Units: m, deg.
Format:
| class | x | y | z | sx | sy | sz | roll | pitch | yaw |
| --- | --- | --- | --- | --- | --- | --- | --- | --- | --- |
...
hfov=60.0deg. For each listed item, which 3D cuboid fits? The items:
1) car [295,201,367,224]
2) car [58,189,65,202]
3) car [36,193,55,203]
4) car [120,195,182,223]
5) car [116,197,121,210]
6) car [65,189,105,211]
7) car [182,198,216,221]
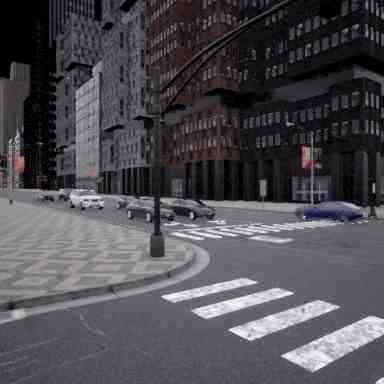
| class | x | y | z | sx | sy | sz | roll | pitch | yaw |
| --- | --- | --- | --- | --- | --- | --- | --- | --- | --- |
| car | 9.611 | 1.348 | 23.303 | 4.674 | 1.442 | 1.812 | 1 | 2 | 43 |
| car | -18.936 | 0.489 | 51.168 | 2.150 | 2.045 | 5.566 | 0 | 0 | -35 |
| car | -22.137 | 0.801 | 50.066 | 2.033 | 1.411 | 5.357 | 0 | 1 | -35 |
| car | -2.970 | 1.238 | 23.324 | 1.837 | 1.490 | 4.892 | 0 | 1 | -36 |
| car | -5.926 | 1.098 | 32.987 | 1.837 | 1.490 | 4.892 | 0 | 1 | -36 |
| car | -10.951 | 0.762 | 34.402 | 2.150 | 2.045 | 5.566 | 0 | 1 | -36 |
| car | -0.205 | 1.238 | 25.003 | 1.837 | 1.490 | 4.892 | 0 | 1 | -38 |
